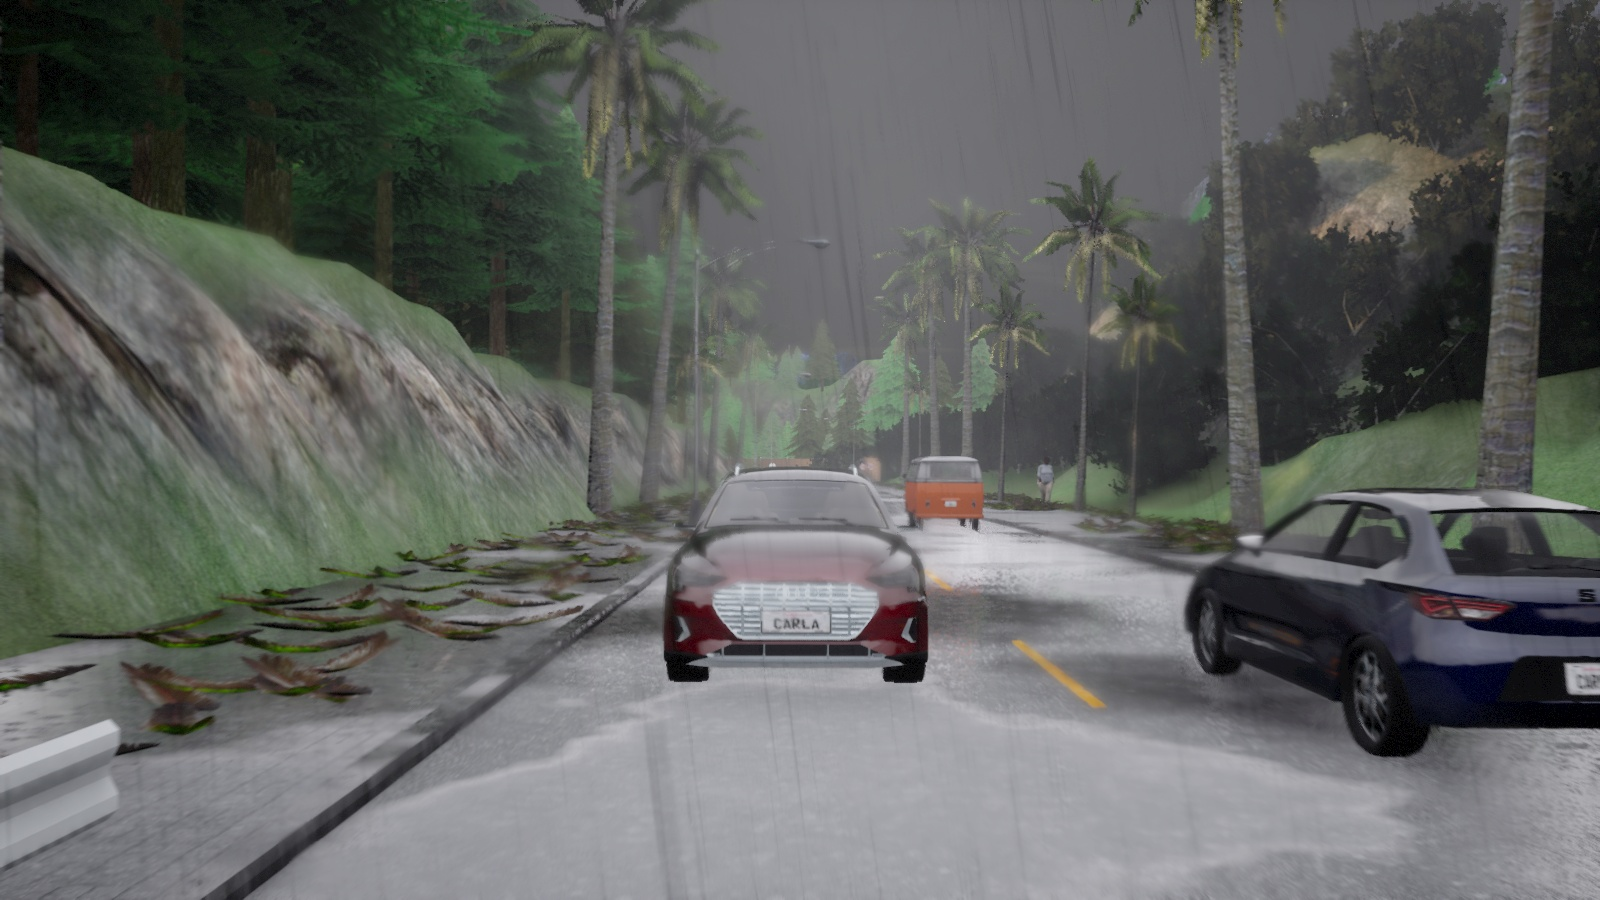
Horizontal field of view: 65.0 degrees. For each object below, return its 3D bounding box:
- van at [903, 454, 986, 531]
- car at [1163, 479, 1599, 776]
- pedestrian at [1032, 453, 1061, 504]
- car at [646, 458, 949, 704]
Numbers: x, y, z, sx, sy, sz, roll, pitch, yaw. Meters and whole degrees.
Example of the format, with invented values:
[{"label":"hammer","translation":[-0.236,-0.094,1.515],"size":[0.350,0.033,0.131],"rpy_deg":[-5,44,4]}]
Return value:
[{"label":"van","translation":[3.924,1.135,34.826],"size":[1.775,1.987,4.442],"rpy_deg":[0,-1,0]},{"label":"car","translation":[3.982,0.955,8.513],"size":[1.816,1.474,4.193],"rpy_deg":[0,-1,0]},{"label":"pedestrian","translation":[9.134,1.041,46.506],"size":[0.874,1.855,0.900],"rpy_deg":[0,-1,-1]},{"label":"car","translation":[-0.023,0.928,10.886],"size":[2.033,1.649,4.856],"rpy_deg":[0,-1,0]}]
